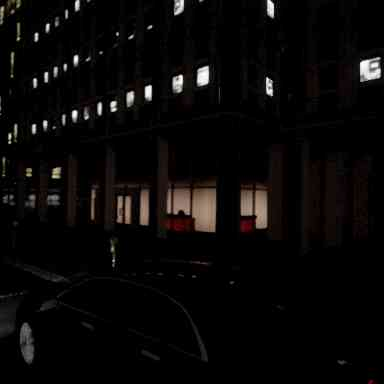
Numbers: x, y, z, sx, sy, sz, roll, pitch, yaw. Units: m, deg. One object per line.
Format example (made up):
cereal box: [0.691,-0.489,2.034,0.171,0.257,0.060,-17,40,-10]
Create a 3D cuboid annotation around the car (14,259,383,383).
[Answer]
car: [-0.451,1.588,3.982,4.892,1.490,1.837,0,-2,43]
